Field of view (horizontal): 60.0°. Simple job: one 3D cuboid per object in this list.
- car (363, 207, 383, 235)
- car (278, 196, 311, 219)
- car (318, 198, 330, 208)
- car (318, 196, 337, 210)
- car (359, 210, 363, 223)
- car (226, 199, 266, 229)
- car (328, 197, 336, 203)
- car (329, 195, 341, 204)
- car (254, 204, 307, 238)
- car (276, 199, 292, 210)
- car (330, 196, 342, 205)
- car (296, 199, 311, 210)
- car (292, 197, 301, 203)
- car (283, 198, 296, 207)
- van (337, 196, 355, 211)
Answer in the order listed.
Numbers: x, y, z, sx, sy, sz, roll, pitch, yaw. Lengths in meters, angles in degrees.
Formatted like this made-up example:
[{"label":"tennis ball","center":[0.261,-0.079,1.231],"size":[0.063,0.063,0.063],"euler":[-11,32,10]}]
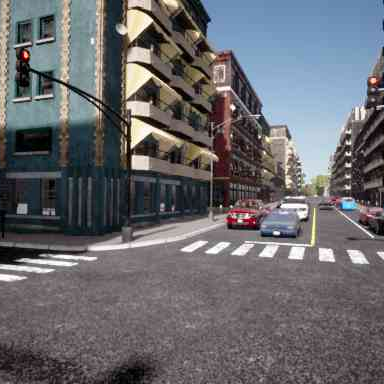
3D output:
[{"label":"car","center":[11.637,1.743,19.587],"size":[1.947,1.339,4.313],"euler":[1,0,20]},{"label":"car","center":[9.001,1.400,29.071],"size":[2.150,2.045,5.566],"euler":[0,0,21]},{"label":"car","center":[22.850,1.862,57.480],"size":[1.812,1.442,4.674],"euler":[0,0,20]},{"label":"car","center":[19.231,1.781,47.749],"size":[2.128,1.511,4.902],"euler":[0,0,20]},{"label":"car","center":[13.579,1.783,24.809],"size":[1.802,1.307,4.206],"euler":[1,0,20]},{"label":"car","center":[3.802,1.444,22.545],"size":[2.192,1.841,5.009],"euler":[1,0,20]},{"label":"car","center":[36.946,2.027,87.626],"size":[1.752,1.417,4.829],"euler":[1,0,20]},{"label":"car","center":[33.006,1.765,77.023],"size":[2.192,1.841,5.009],"euler":[1,0,20]},{"label":"car","center":[5.217,1.679,19.081],"size":[2.033,1.411,5.357],"euler":[0,0,22]},{"label":"car","center":[13.508,1.818,48.654],"size":[1.947,1.339,4.313],"euler":[1,0,20]},{"label":"car","center":[31.064,1.740,71.802],"size":[2.192,1.841,5.009],"euler":[1,0,20]},{"label":"car","center":[16.168,1.774,48.120],"size":[1.837,1.490,4.892],"euler":[0,0,20]},{"label":"car","center":[25.161,1.946,79.983],"size":[1.887,1.381,4.507],"euler":[1,0,20]},{"label":"car","center":[17.392,1.867,59.097],"size":[1.947,1.339,4.313],"euler":[1,0,20]},{"label":"van","center":[21.353,1.641,45.695],"size":[1.690,1.788,3.998],"euler":[1,0,20]}]
